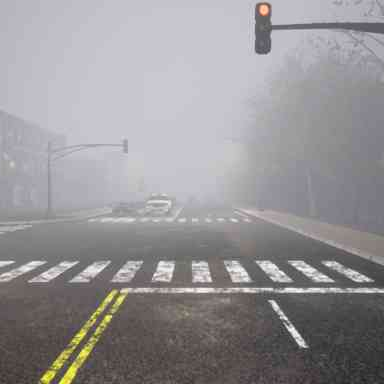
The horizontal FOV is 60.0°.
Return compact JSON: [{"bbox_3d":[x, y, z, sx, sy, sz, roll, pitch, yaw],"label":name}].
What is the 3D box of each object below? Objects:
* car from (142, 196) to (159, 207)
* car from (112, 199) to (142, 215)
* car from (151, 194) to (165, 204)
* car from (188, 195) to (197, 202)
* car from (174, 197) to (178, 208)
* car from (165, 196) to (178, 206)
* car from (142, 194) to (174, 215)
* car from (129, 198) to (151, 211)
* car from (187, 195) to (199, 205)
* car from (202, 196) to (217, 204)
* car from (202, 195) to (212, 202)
[{"bbox_3d":[-6.528,1.473,52.621,2.128,1.511,4.902,0,0,0],"label":"car"},{"bbox_3d":[-6.560,1.591,33.155,1.895,1.301,4.718,0,0,0],"label":"car"},{"bbox_3d":[-6.480,1.330,63.660,2.097,1.767,4.553,0,0,1],"label":"car"},{"bbox_3d":[0.082,1.447,75.030,1.882,1.535,5.008,0,0,0],"label":"car"},{"bbox_3d":[-3.294,1.586,43.804,1.895,1.301,4.718,0,0,1],"label":"car"},{"bbox_3d":[-3.280,1.485,53.953,1.837,1.490,4.892,0,0,0],"label":"car"},{"bbox_3d":[-3.306,1.211,33.747,2.150,2.045,5.566,0,0,0],"label":"car"},{"bbox_3d":[-6.541,1.550,42.261,1.994,1.385,4.181,0,0,1],"label":"car"},{"bbox_3d":[0.162,1.470,58.535,2.128,1.511,4.902,0,0,0],"label":"car"},{"bbox_3d":[3.415,1.578,60.940,1.895,1.301,4.718,0,0,0],"label":"car"},{"bbox_3d":[3.330,1.510,74.753,2.033,1.411,5.357,0,0,0],"label":"car"}]
